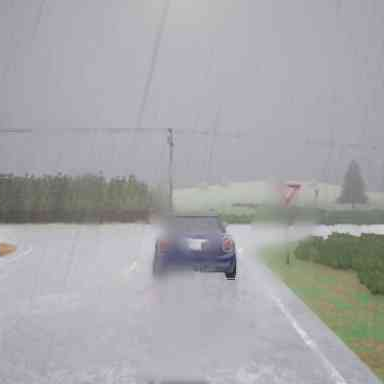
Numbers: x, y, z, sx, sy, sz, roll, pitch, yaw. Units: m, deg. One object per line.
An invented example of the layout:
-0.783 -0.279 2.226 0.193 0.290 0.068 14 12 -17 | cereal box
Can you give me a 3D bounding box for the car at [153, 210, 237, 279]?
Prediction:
0.072 1.326 10.135 2.097 1.767 4.553 0 0 0 | car
